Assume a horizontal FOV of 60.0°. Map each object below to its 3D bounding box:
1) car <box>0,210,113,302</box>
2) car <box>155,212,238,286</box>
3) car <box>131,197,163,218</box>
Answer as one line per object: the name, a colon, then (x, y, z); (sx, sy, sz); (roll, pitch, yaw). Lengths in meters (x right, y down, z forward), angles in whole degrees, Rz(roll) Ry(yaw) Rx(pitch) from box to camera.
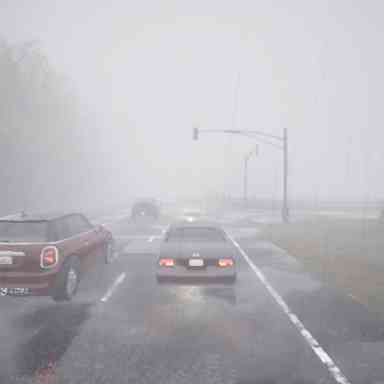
car: (-3.403, 1.238, 8.155); (2.097, 1.767, 4.553); (0, 1, 0)
car: (0.094, 1.420, 9.129); (2.033, 1.411, 5.357); (0, 1, 0)
car: (-3.416, 1.153, 25.536); (1.837, 1.490, 4.892); (0, 1, 0)
